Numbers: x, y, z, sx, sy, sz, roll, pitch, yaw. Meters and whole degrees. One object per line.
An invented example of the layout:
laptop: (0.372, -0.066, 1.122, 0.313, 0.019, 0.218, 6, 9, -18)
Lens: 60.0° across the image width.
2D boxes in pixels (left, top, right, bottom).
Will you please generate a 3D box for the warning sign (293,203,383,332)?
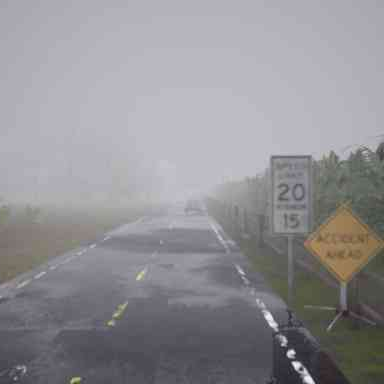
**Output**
warning sign: (2.450, 1.118, 5.391, 1.300, 1.860, 1.060, 0, 0, 0)

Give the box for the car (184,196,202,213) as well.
car: (0.116, 1.534, 37.206, 2.033, 1.411, 5.357, 0, 0, 0)
